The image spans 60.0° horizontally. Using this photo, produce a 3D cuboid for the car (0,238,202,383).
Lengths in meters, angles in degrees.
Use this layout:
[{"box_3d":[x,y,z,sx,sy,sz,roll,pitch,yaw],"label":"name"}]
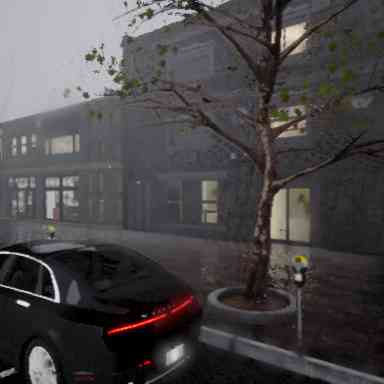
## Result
[{"box_3d":[-2.155,1.469,4.970,4.892,1.490,1.837,1,0,35],"label":"car"}]
